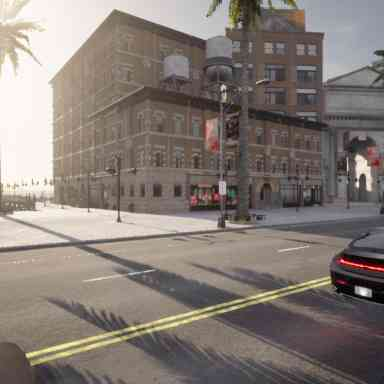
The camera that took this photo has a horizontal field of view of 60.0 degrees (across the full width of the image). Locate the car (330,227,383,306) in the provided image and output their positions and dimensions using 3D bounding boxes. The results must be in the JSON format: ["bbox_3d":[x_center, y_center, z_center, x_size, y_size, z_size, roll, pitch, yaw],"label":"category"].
[{"bbox_3d":[4.984,1.505,7.265,4.892,1.490,1.837,0,0,-36],"label":"car"}]

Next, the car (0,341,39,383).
[{"bbox_3d":[-3.422,1.547,1.295,5.357,1.411,2.033,0,0,-36],"label":"car"}]
